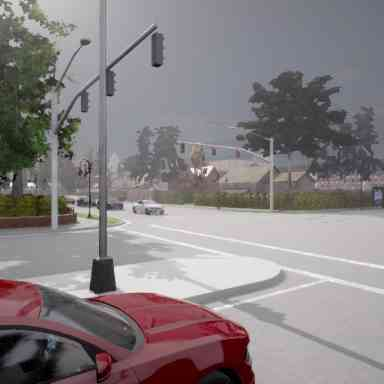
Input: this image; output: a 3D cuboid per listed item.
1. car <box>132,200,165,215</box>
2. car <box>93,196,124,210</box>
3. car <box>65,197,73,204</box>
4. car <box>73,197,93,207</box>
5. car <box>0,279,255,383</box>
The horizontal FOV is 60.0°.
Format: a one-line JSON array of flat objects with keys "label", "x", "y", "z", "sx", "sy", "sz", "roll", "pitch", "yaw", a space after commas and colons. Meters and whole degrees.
[{"label": "car", "x": -4.618, "y": 1.526, "z": 34.389, "sx": 1.812, "sy": 1.442, "sz": 4.674, "roll": 0, "pitch": 0, "yaw": -35}, {"label": "car", "x": -10.467, "y": 1.351, "z": 42.474, "sx": 2.097, "sy": 1.767, "sz": 4.553, "roll": 0, "pitch": 0, "yaw": -36}, {"label": "car", "x": -22.172, "y": 1.564, "z": 58.687, "sx": 1.994, "sy": 1.385, "sz": 4.181, "roll": 0, "pitch": 0, "yaw": -36}, {"label": "car", "x": -15.861, "y": 1.505, "z": 49.927, "sx": 1.837, "sy": 1.490, "sz": 4.892, "roll": 0, "pitch": 0, "yaw": -36}, {"label": "car", "x": -1.680, "y": 1.478, "z": 2.570, "sx": 5.008, "sy": 1.535, "sz": 1.882, "roll": 0, "pitch": 0, "yaw": -35}]
